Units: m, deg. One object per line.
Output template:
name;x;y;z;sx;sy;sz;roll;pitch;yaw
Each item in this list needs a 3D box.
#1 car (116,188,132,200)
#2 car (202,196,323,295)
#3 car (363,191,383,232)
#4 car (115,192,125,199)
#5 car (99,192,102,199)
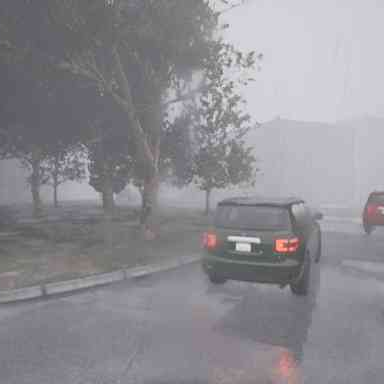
car;-11.814;0.353;57.809;2.150;2.045;5.566;0;-1;-17
car;2.134;1.123;8.883;2.150;2.045;5.566;1;1;25
car;10.620;0.963;17.411;2.150;2.045;5.566;0;1;39
car;-15.533;0.846;71.960;2.033;1.411;5.357;0;-1;-12
car;-18.375;0.777;69.749;1.882;1.535;5.008;0;-1;-12
